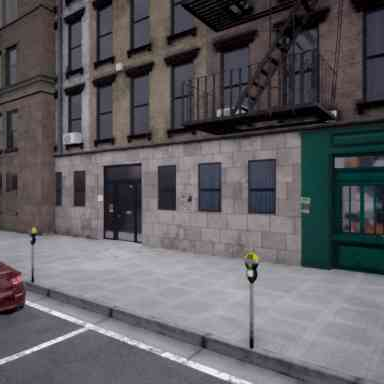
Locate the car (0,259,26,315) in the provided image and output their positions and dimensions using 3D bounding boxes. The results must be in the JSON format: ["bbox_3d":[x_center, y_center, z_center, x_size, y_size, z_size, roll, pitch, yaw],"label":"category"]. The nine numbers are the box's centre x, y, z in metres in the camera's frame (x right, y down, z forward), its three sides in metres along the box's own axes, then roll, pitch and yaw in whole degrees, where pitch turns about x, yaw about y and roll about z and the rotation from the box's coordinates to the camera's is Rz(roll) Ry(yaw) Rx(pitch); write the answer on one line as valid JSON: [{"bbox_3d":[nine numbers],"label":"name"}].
[{"bbox_3d":[-4.731,1.582,6.218,4.206,1.307,1.802,0,0,36],"label":"car"}]
